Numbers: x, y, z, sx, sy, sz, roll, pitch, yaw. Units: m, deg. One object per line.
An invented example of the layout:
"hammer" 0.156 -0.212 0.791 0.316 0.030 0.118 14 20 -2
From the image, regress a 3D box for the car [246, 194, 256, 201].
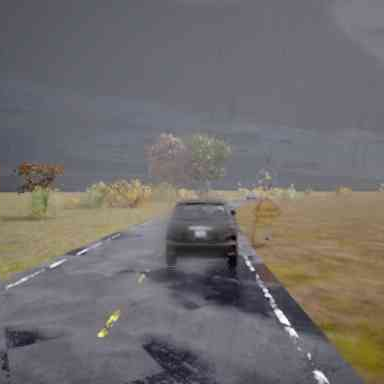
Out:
"car" 15.464 1.307 86.721 2.097 1.767 4.553 0 0 18

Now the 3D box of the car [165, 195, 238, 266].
"car" 0.400 1.225 11.741 2.150 2.045 5.566 0 0 4

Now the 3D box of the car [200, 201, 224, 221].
"car" 1.771 1.524 28.445 1.812 1.442 4.674 0 0 7

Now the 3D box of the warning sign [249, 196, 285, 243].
"warning sign" 3.112 1.118 13.859 1.300 1.860 1.060 0 0 3

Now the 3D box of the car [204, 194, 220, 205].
"car" 3.526 1.337 58.451 2.097 1.767 4.553 0 0 13
